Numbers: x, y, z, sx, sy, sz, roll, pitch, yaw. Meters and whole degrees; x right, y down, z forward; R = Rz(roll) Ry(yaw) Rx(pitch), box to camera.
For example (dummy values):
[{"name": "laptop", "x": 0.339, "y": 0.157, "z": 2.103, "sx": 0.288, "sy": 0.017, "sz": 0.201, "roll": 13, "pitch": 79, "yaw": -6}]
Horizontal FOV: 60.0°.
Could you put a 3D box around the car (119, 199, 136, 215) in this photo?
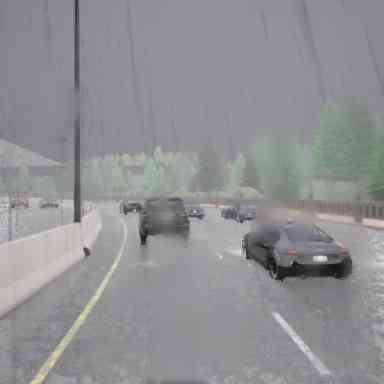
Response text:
[{"name": "car", "x": -6.318, "y": 1.525, "z": 34.234, "sx": 1.837, "sy": 1.490, "sz": 4.892, "roll": 0, "pitch": 0, "yaw": -19}]

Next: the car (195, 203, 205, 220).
[{"name": "car", "x": -0.485, "y": 1.547, "z": 27.723, "sx": 2.033, "sy": 1.411, "sz": 5.357, "roll": 0, "pitch": 0, "yaw": -16}]

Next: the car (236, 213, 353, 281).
[{"name": "car", "x": 2.865, "y": 1.553, "z": 9.917, "sx": 1.994, "sy": 1.385, "sz": 4.181, "roll": 0, "pitch": 0, "yaw": -5}]

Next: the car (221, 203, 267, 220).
[{"name": "car", "x": 3.844, "y": 1.532, "z": 24.964, "sx": 2.033, "sy": 1.411, "sz": 5.357, "roll": 0, "pitch": 0, "yaw": -14}]

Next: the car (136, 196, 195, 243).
[{"name": "car", "x": -1.492, "y": 1.226, "z": 16.294, "sx": 2.150, "sy": 2.045, "sz": 5.566, "roll": 0, "pitch": 0, "yaw": -10}]
